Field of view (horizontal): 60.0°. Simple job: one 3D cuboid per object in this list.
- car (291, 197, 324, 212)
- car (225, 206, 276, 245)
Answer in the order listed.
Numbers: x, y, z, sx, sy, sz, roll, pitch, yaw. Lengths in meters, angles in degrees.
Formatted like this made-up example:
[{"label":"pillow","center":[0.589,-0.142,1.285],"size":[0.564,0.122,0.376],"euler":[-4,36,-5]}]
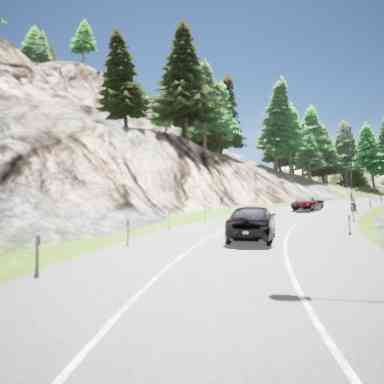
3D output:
[{"label":"car","center":[11.007,1.100,31.394],"size":[1.895,1.301,4.718],"euler":[-2,0,36]},{"label":"car","center":[2.752,1.390,15.165],"size":[1.882,1.535,5.008],"euler":[-1,0,16]}]
